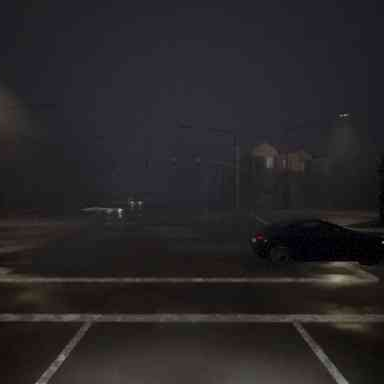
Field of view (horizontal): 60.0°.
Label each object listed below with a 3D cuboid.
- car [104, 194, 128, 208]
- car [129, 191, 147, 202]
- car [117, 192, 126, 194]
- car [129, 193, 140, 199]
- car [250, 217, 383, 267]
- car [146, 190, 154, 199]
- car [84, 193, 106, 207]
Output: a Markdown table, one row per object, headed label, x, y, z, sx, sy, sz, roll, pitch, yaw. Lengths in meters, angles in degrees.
| label | x | y | z | sx | sy | sz | roll | pitch | yaw |
| --- | --- | --- | --- | --- | --- | --- | --- | --- | --- |
| car | -10.555 | 1.450 | 46.945 | 1.812 | 1.442 | 4.674 | 0 | 1 | 0 |
| car | -10.480 | 1.074 | 63.961 | 1.837 | 1.490 | 4.892 | 0 | 2 | 1 |
| car | -13.972 | 0.891 | 65.287 | 2.097 | 1.767 | 4.553 | 0 | 1 | 1 |
| car | -13.936 | 0.899 | 80.710 | 1.812 | 1.442 | 4.674 | 0 | 0 | 0 |
| car | 4.029 | 1.540 | 10.836 | 4.181 | 1.385 | 1.994 | 0 | 0 | 0 |
| car | -10.437 | 0.605 | 79.394 | 2.150 | 2.045 | 5.566 | 0 | 0 | 0 |
| car | -14.046 | 1.116 | 49.099 | 2.150 | 2.045 | 5.566 | 0 | 1 | 0 |
